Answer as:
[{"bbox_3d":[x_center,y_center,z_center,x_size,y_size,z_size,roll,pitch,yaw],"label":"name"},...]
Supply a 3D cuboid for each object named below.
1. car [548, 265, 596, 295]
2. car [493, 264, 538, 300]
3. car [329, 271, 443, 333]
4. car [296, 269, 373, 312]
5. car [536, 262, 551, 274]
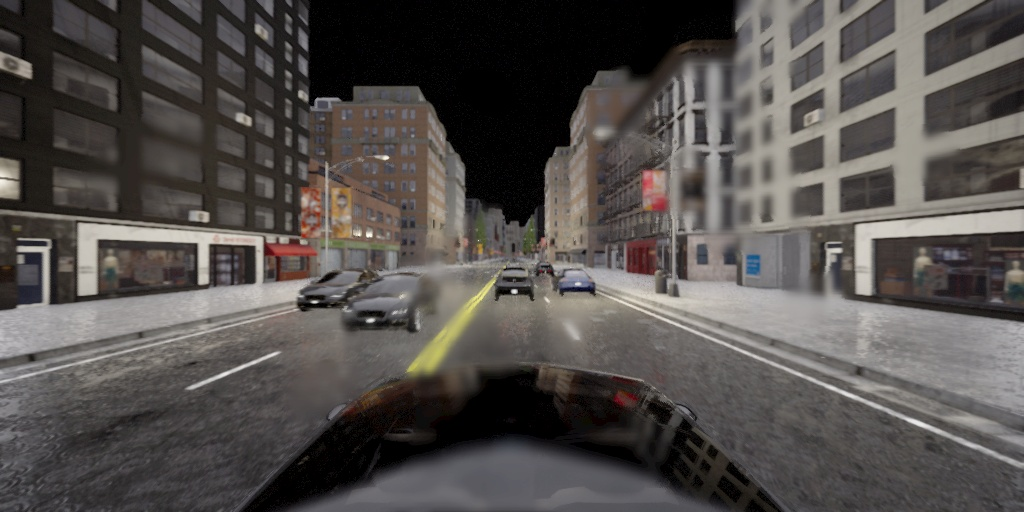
[{"bbox_3d":[3.361,1.377,20.162,1.994,1.385,4.181,0,0,0],"label":"car"},{"bbox_3d":[0.109,1.308,18.104,1.837,1.490,4.892,0,0,0],"label":"car"},{"bbox_3d":[-3.345,1.282,10.907,1.837,1.490,4.892,0,0,0],"label":"car"},{"bbox_3d":[-6.592,1.291,14.410,1.837,1.490,4.892,0,0,0],"label":"car"},{"bbox_3d":[3.374,1.377,38.585,1.837,1.490,4.892,0,0,0],"label":"car"}]
